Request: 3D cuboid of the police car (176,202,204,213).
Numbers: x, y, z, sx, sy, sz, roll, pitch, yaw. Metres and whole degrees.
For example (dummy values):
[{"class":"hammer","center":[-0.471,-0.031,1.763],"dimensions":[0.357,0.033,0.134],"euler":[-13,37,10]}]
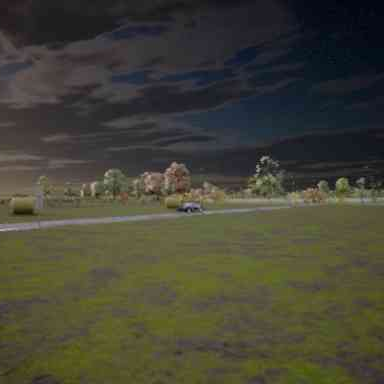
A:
[{"class":"police car","center":[-0.312,2.186,47.793],"dimensions":[1.930,1.638,5.238],"euler":[-1,-1,35]}]
